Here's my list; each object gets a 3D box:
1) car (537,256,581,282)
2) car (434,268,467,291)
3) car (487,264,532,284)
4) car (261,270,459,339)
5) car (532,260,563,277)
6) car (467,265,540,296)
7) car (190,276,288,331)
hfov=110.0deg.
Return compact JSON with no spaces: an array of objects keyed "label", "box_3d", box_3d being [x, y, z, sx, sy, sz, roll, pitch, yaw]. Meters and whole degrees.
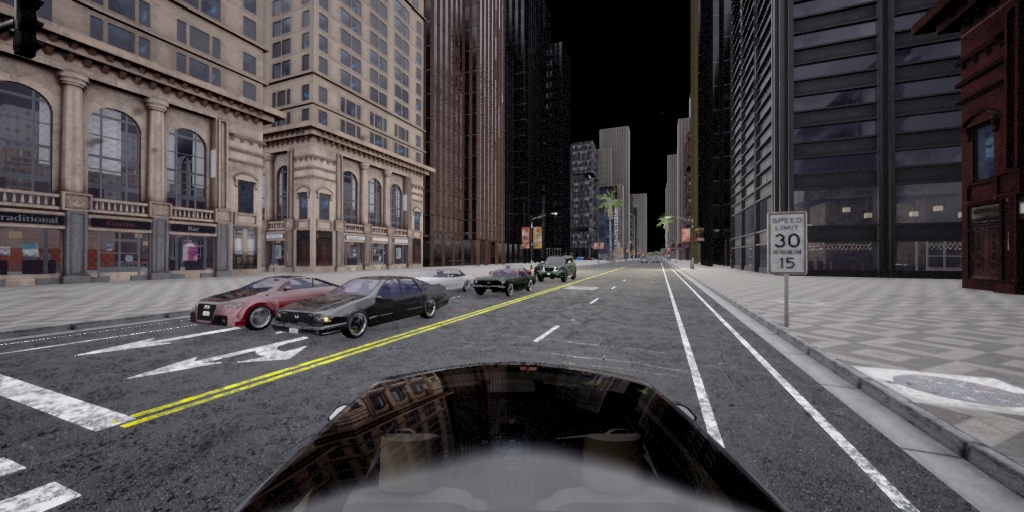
[{"label":"car","box_3d":[3.785,0.987,29.336,2.150,2.045,5.566,0,0,22]},{"label":"car","box_3d":[-3.871,1.357,19.278,1.895,1.301,4.718,0,0,22]},{"label":"car","box_3d":[-0.081,1.364,28.490,1.895,1.301,4.718,0,0,23]},{"label":"car","box_3d":[-3.934,1.299,10.576,2.033,1.411,5.357,0,0,22]},{"label":"car","box_3d":[3.836,1.251,37.915,1.882,1.535,5.008,0,0,23]},{"label":"car","box_3d":[-0.287,1.357,19.444,1.895,1.301,4.718,0,0,23]},{"label":"car","box_3d":[-7.198,1.316,11.173,1.994,1.385,4.181,0,0,23]}]
